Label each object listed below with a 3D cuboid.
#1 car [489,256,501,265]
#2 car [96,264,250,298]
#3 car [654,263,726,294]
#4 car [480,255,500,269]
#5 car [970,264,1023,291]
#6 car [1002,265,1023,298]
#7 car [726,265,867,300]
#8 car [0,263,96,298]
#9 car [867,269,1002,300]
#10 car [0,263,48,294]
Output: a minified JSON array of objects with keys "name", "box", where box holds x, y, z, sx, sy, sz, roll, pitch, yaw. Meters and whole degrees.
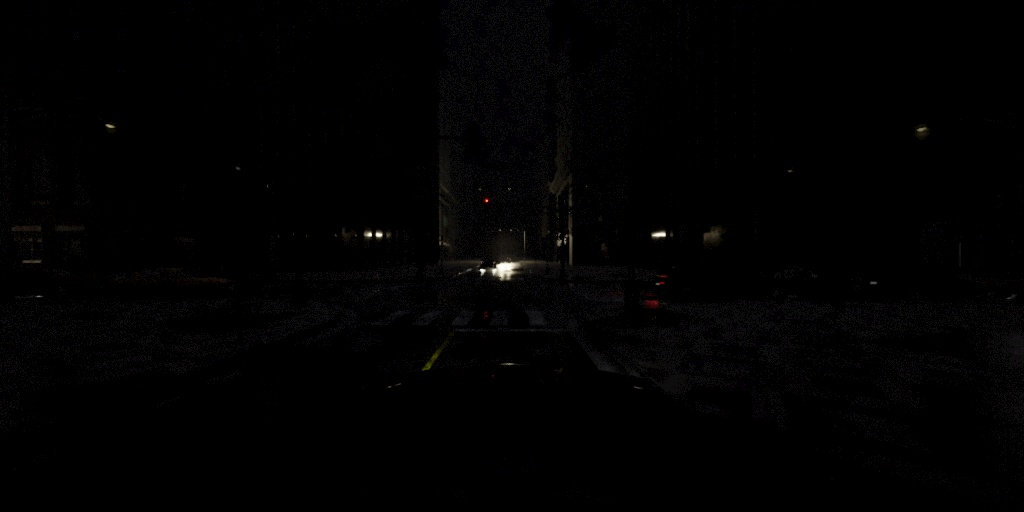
[{"name":"car","box":[-3.076,0.841,64.436,1.882,1.535,5.008,0,0,0]},{"name":"car","box":[-14.602,1.094,15.642,4.829,1.417,1.751,0,0,0]},{"name":"car","box":[9.924,1.195,18.507,4.892,1.490,1.837,0,-1,0]},{"name":"car","box":[-3.111,0.813,48.070,2.097,1.767,4.553,0,0,0]},{"name":"car","box":[31.413,1.259,21.691,5.008,1.535,1.882,0,-1,0]},{"name":"car","box":[23.824,1.217,15.799,4.829,1.417,1.751,0,0,0]},{"name":"car","box":[12.317,1.198,15.752,4.403,1.370,2.007,0,0,0]},{"name":"car","box":[-20.072,1.102,15.619,4.507,1.381,1.888,0,0,0]},{"name":"car","box":[17.987,1.233,15.775,4.313,1.339,1.948,0,0,0]},{"name":"car","box":[-27.430,1.103,18.357,4.892,1.490,1.837,1,-1,0]}]
